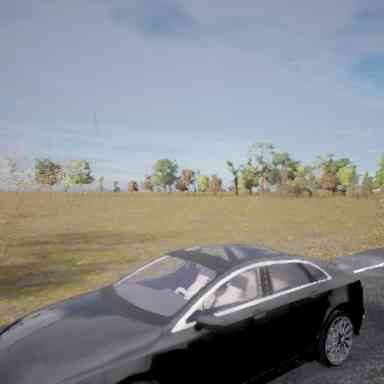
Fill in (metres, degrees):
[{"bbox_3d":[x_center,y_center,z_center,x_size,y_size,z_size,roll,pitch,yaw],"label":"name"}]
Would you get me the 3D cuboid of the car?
[{"bbox_3d":[0.224,1.485,4.152,4.902,1.511,2.128,0,0,-35],"label":"car"}]
